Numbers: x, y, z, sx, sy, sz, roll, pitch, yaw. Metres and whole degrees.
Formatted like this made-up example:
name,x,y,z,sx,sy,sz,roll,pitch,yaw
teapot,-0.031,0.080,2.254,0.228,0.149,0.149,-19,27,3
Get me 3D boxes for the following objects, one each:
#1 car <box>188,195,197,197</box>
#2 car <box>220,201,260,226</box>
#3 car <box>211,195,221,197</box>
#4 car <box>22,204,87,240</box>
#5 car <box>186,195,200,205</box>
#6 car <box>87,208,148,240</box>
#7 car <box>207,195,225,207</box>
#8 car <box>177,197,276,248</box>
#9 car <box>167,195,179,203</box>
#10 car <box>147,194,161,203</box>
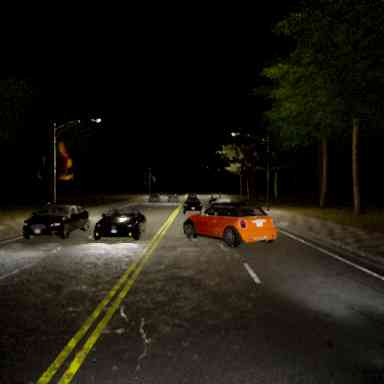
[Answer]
name,x,y,z,sx,sy,sz,roll,pitch,yaw
car,0.104,1.322,33.239,1.812,1.442,4.674,0,1,0
car,3.252,1.410,23.494,2.033,1.411,5.357,0,0,0
car,3.253,1.335,34.493,2.033,1.411,5.357,0,0,0
car,-6.598,1.399,16.650,2.128,1.511,4.902,0,0,0
car,0.103,1.215,52.074,2.033,1.411,5.357,0,0,0
car,-3.349,1.474,16.190,1.994,1.385,4.181,0,0,0
car,3.254,1.205,45.493,2.128,1.511,4.902,0,0,0
car,1.494,1.271,14.796,2.097,1.767,4.553,0,0,-32
car,-3.318,1.217,57.742,1.895,1.301,4.718,0,1,0
car,-6.566,1.139,57.988,1.812,1.442,4.674,0,1,0
